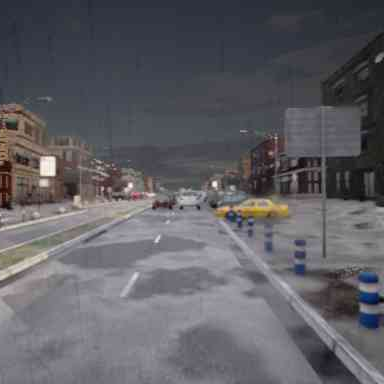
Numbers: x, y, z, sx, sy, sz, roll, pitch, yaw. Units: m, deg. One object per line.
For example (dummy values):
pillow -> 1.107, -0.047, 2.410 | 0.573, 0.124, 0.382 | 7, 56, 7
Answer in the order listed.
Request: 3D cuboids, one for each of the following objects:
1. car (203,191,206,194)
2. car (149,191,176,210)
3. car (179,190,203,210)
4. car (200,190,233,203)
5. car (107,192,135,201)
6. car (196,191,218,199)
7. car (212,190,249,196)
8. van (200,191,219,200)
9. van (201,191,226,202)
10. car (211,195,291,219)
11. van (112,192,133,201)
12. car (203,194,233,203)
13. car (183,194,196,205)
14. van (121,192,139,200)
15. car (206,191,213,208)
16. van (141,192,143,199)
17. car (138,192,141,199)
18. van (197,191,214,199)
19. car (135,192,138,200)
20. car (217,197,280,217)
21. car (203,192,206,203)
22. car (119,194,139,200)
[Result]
car -> 4.262, 0.989, 48.844 | 5.008, 1.535, 2.097 | -1, 0, -1
car -> -3.230, 1.010, 37.427 | 2.097, 1.767, 4.553 | -1, 0, 0
car -> -0.232, 0.849, 36.820 | 2.150, 2.045, 5.566 | -1, 0, 0
car -> 4.151, 0.735, 57.115 | 5.566, 2.045, 2.435 | -1, 0, -1
car -> -16.596, 1.042, 76.116 | 5.566, 2.045, 2.435 | -1, 0, 0
car -> 3.885, 0.803, 87.446 | 5.566, 2.045, 2.435 | -1, 0, -1
car -> 4.395, 0.998, 29.552 | 4.553, 1.767, 2.185 | -1, 1, -1
van -> 4.103, 0.824, 79.172 | 4.442, 1.987, 1.878 | -1, 0, -1
van -> 4.015, 0.777, 62.625 | 4.442, 1.987, 1.878 | -1, 0, -1
car -> 4.292, 1.193, 24.040 | 5.366, 1.575, 1.946 | -1, 1, -1
van -> -16.460, 1.071, 78.894 | 4.442, 1.987, 1.878 | -1, 0, 0
car -> 4.211, 1.024, 54.356 | 4.674, 1.452, 2.002 | -1, 0, -1
car -> -0.370, 1.073, 48.141 | 1.837, 1.490, 4.892 | -1, 1, 0
van -> -16.748, 1.073, 90.135 | 4.442, 1.987, 1.878 | -1, 0, 0
car -> 4.429, 0.842, 32.306 | 5.566, 2.045, 2.435 | -1, 1, -1
van -> -16.762, 1.068, 92.788 | 4.442, 1.987, 1.878 | -1, 0, 0
car -> -16.630, 1.050, 84.452 | 5.566, 2.045, 2.435 | -1, 0, 0
van -> 3.748, 0.823, 92.962 | 4.442, 1.987, 1.878 | -1, 0, -1
car -> -16.559, 1.330, 81.799 | 4.792, 1.488, 2.163 | -1, 0, 0
car -> 4.456, 1.197, 26.799 | 4.674, 1.452, 2.002 | -1, 1, -1
car -> 4.312, 1.010, 43.333 | 4.892, 1.521, 2.231 | -1, 0, -1
car -> -16.605, 1.301, 87.353 | 4.892, 1.521, 2.231 | -1, 0, 0
